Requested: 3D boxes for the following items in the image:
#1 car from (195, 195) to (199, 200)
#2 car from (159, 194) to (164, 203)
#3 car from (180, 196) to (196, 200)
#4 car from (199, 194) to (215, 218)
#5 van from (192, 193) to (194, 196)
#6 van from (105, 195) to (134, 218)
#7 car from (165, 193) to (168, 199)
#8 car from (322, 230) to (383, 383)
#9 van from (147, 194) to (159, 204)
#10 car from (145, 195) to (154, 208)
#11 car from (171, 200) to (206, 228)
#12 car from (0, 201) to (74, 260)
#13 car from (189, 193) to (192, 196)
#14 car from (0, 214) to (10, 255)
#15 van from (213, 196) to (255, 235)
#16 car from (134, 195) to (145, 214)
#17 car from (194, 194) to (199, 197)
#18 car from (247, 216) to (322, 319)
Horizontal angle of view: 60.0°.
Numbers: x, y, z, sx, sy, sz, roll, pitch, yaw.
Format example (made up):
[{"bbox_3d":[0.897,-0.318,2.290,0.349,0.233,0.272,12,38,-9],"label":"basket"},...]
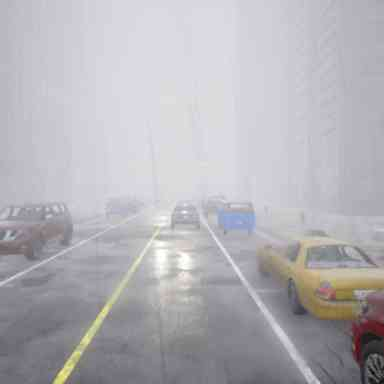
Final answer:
[{"bbox_3d":[1.757,1.466,40.780,1.887,1.381,4.507,0,0,-1],"label":"car"},{"bbox_3d":[-7.476,1.354,68.593,1.967,1.590,4.097,0,0,-1],"label":"car"},{"bbox_3d":[-0.919,1.496,40.940,1.994,1.385,4.181,0,0,-1],"label":"car"},{"bbox_3d":[2.041,1.254,29.565,2.192,1.841,5.009,0,0,-1],"label":"car"},{"bbox_3d":[1.330,1.237,57.601,1.690,1.788,3.998,0,0,-1],"label":"van"},{"bbox_3d":[-6.481,1.314,29.338,1.690,1.788,3.998,0,0,-1],"label":"van"},{"bbox_3d":[-7.898,1.420,85.245,1.752,1.417,4.829,0,0,-1],"label":"car"},{"bbox_3d":[2.751,1.301,1.528,2.192,1.841,5.009,0,0,-1],"label":"car"},{"bbox_3d":[-7.192,1.271,57.377,1.690,1.788,3.998,0,0,-1],"label":"van"},{"bbox_3d":[-6.907,1.497,46.162,2.008,1.369,4.403,0,0,-1],"label":"car"},{"bbox_3d":[-0.436,1.509,21.940,2.033,1.411,5.357,0,0,-1],"label":"car"},{"bbox_3d":[-6.055,1.316,12.515,2.192,1.841,5.009,0,0,-1],"label":"car"},{"bbox_3d":[0.900,1.397,74.594,1.752,1.417,4.829,0,0,-1],"label":"car"},{"bbox_3d":[-5.913,1.450,6.908,1.967,1.590,4.097,0,0,-1],"label":"car"},{"bbox_3d":[2.325,1.298,18.350,1.690,1.788,3.998,0,0,-1],"label":"van"},{"bbox_3d":[-6.623,1.279,34.946,2.192,1.841,5.009,0,0,-1],"label":"car"},{"bbox_3d":[1.615,1.353,46.387,1.967,1.590,4.097,0,0,-1],"label":"car"},{"bbox_3d":[2.605,1.501,7.306,1.752,1.417,4.829,0,0,-1],"label":"car"}]
